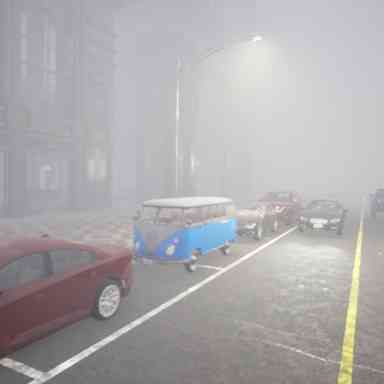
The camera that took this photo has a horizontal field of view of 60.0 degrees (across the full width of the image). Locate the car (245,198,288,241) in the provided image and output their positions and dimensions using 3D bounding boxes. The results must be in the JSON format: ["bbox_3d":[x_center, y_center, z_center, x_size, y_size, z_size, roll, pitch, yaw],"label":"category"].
[{"bbox_3d":[2.566,1.170,14.514,2.008,1.369,4.403,2,2,28],"label":"car"}]

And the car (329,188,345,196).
[{"bbox_3d":[23.399,0.440,54.336,1.802,1.307,4.206,2,2,28],"label":"car"}]

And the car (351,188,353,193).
[{"bbox_3d":[39.023,-0.119,84.201,1.802,1.307,4.206,2,2,28],"label":"car"}]

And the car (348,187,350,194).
[{"bbox_3d":[31.212,0.122,69.267,1.887,1.381,4.507,2,2,28],"label":"car"}]

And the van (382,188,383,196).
[{"bbox_3d":[43.984,-0.026,75.286,1.690,1.788,3.998,2,2,28],"label":"van"}]

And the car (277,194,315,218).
[{"bbox_3d":[7.697,0.954,24.319,1.752,1.417,4.829,2,2,28],"label":"car"}]

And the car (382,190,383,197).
[{"bbox_3d":[41.376,0.277,70.313,2.008,1.369,4.403,2,2,28],"label":"car"}]

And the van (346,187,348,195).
[{"bbox_3d":[28.611,0.012,64.284,1.690,1.788,3.998,2,2,28],"label":"van"}]

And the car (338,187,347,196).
[{"bbox_3d":[26.003,0.330,59.313,1.947,1.339,4.313,2,2,28],"label":"car"}]

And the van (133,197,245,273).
[{"bbox_3d":[-0.034,1.057,9.531,1.690,1.788,3.998,2,2,28],"label":"van"}]

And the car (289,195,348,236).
[{"bbox_3d":[6.475,1.129,16.226,2.128,1.511,4.902,2,2,28],"label":"car"}]

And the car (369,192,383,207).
[{"bbox_3d":[21.534,0.769,38.151,2.128,1.511,4.902,2,2,28],"label":"car"}]

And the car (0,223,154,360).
[{"bbox_3d":[-2.642,1.357,4.559,1.887,1.381,4.507,2,2,28],"label":"car"}]

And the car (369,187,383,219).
[{"bbox_3d":[13.762,0.776,23.269,2.150,2.045,5.566,2,1,28],"label":"car"}]

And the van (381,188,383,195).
[{"bbox_3d":[46.588,-0.118,80.263,1.690,1.788,3.998,2,2,28],"label":"van"}]

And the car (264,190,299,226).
[{"bbox_3d":[5.175,0.837,19.485,2.192,1.841,5.009,2,2,28],"label":"car"}]
